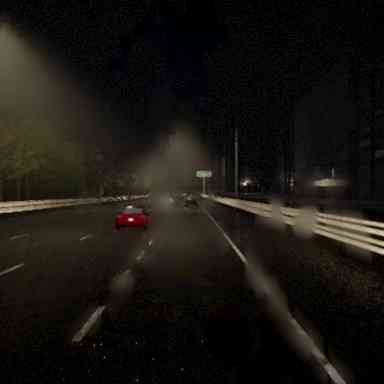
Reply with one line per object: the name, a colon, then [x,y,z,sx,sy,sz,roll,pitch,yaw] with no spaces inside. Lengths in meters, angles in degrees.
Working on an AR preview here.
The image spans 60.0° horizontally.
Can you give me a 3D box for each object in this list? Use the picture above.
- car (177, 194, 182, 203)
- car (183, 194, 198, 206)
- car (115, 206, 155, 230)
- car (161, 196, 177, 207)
car: [-3.769,1.634,69.726,2.033,1.411,5.357,0,0,0]
car: [-0.077,1.557,56.312,2.128,1.511,4.902,0,0,0]
car: [-3.529,1.576,21.152,1.994,1.385,4.181,0,0,0]
car: [-3.650,1.582,51.138,1.812,1.442,4.674,0,0,0]
